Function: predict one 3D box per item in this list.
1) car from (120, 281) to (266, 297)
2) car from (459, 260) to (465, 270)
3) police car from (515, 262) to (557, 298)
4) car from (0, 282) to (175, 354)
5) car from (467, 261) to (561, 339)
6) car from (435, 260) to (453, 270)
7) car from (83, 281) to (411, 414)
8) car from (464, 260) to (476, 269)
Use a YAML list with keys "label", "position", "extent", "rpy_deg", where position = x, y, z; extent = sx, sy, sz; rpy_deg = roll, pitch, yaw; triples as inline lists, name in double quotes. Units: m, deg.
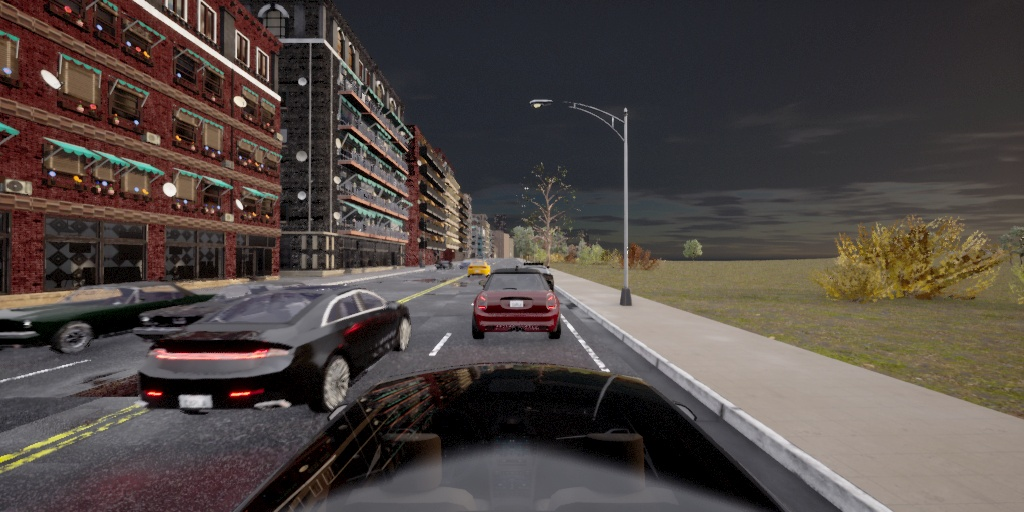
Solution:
- label: "car"
  position: [-6.587, 1.352, 9.298]
  extent: [1.895, 1.301, 4.718]
  rpy_deg: [0, 0, 0]
- label: "car"
  position: [-6.503, 1.279, 52.276]
  extent: [1.812, 1.442, 4.674]
  rpy_deg: [0, 0, 0]
- label: "police car"
  position: [1.169, 1.178, 19.725]
  extent: [1.930, 1.638, 5.238]
  rpy_deg: [0, 0, 0]
- label: "car"
  position: [-9.839, 1.352, 8.888]
  extent: [1.895, 1.301, 4.718]
  rpy_deg: [0, 0, 0]
- label: "car"
  position: [0.111, 1.104, 10.229]
  extent: [2.097, 1.767, 4.553]
  rpy_deg: [0, 0, 0]
- label: "car"
  position: [-9.754, 1.317, 52.001]
  extent: [1.994, 1.385, 4.181]
  rpy_deg: [0, 0, 0]
- label: "car"
  position: [-3.145, 1.241, 5.992]
  extent: [2.128, 1.511, 4.902]
  rpy_deg: [0, 0, 0]
- label: "car"
  position: [-3.092, 1.232, 34.537]
  extent: [1.882, 1.535, 5.008]
  rpy_deg: [0, 0, 0]
